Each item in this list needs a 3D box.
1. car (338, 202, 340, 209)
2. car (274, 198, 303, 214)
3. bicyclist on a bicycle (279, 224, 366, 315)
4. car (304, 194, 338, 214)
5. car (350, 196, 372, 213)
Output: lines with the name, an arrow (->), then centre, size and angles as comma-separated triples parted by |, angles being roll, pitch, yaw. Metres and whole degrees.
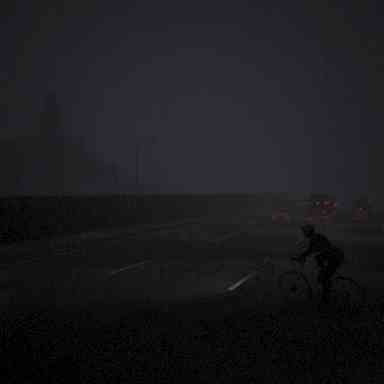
car -> 18.224, 1.601, 43.538 | 1.895, 1.301, 4.718 | 0, 0, 29
car -> 10.240, 1.478, 35.937 | 1.882, 1.535, 5.008 | 0, 0, 28
bicyclist on a bicycle -> 2.419, 1.455, 6.395 | 1.656, 1.620, 0.582 | -3, -2, 40
car -> 13.660, 1.221, 35.051 | 2.150, 2.045, 5.566 | 0, 0, 29
car -> 19.091, 1.505, 37.612 | 1.837, 1.490, 4.892 | 0, 0, 28
